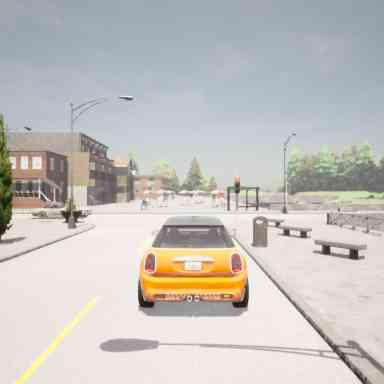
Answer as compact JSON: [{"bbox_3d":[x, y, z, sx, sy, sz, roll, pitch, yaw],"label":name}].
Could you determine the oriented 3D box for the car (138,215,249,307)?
[{"bbox_3d":[0.043,1.352,8.119,2.097,1.767,4.553,0,0,1],"label":"car"}]

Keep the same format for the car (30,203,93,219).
[{"bbox_3d":[-10.873,1.601,28.062,4.718,1.301,1.895,0,0,0],"label":"car"}]
